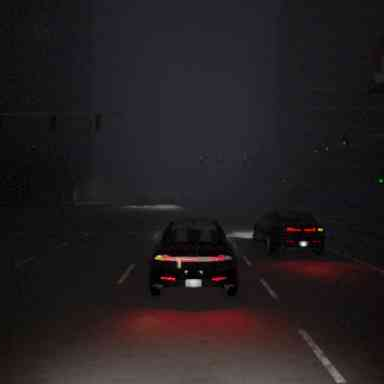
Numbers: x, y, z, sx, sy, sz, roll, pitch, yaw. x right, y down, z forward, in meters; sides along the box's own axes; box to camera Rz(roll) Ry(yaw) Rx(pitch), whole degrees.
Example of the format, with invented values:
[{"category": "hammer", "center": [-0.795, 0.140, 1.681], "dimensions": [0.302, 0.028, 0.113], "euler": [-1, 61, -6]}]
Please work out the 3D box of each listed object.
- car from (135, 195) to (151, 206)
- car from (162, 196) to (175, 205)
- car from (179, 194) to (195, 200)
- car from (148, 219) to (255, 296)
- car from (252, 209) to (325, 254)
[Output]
[{"category": "car", "center": [-7.120, 1.177, 48.794], "dimensions": [1.837, 1.490, 4.892], "euler": [0, 0, 0]}, {"category": "car", "center": [-3.610, 1.256, 51.436], "dimensions": [1.895, 1.301, 4.718], "euler": [0, 0, 0]}, {"category": "car", "center": [-1.183, 1.075, 73.390], "dimensions": [1.895, 1.301, 4.718], "euler": [0, 0, -27]}, {"category": "car", "center": [0.047, 1.434, 8.494], "dimensions": [2.128, 1.511, 4.902], "euler": [0, 0, 0]}, {"category": "car", "center": [3.587, 1.414, 12.976], "dimensions": [1.837, 1.490, 4.892], "euler": [0, -1, 1]}]
